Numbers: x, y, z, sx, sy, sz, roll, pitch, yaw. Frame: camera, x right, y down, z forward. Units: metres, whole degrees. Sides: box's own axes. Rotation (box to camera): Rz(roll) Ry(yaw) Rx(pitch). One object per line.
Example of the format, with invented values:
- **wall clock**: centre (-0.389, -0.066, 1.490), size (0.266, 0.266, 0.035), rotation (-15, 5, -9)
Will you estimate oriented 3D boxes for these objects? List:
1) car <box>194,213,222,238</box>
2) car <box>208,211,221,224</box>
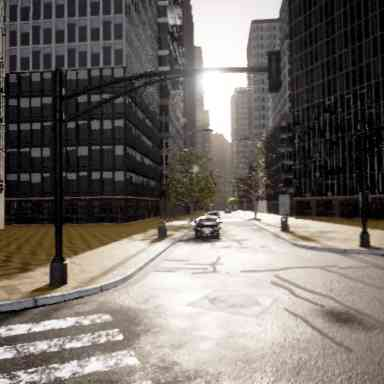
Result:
- **car**: centre (1.282, 2.647, 25.698), size (2.128, 1.511, 4.902), rotation (-1, -3, 5)
- **car**: centre (3.304, 3.659, 48.247), size (1.837, 1.490, 4.892), rotation (-1, -1, 5)
